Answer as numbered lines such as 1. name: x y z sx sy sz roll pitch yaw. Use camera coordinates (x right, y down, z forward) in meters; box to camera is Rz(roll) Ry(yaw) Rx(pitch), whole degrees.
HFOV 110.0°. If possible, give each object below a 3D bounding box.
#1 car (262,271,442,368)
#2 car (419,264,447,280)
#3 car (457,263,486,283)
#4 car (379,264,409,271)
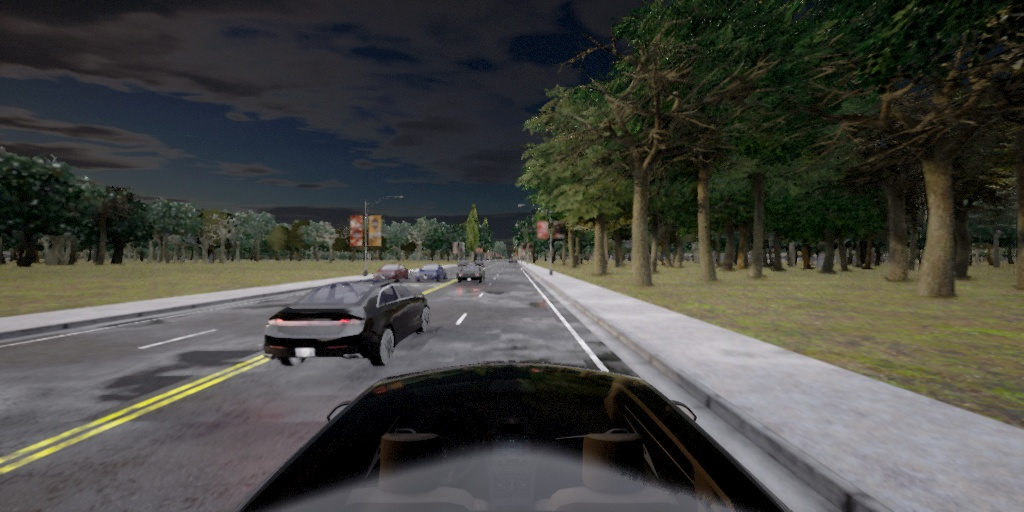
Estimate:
1. car: -3.161 1.263 7.907 2.128 1.511 4.902 0 0 0
2. car: -6.597 1.380 29.622 1.812 1.442 4.674 0 0 0
3. car: -3.151 1.451 28.692 1.895 1.301 4.718 0 0 0
4. car: -9.846 1.380 29.626 1.812 1.442 4.674 0 0 0
